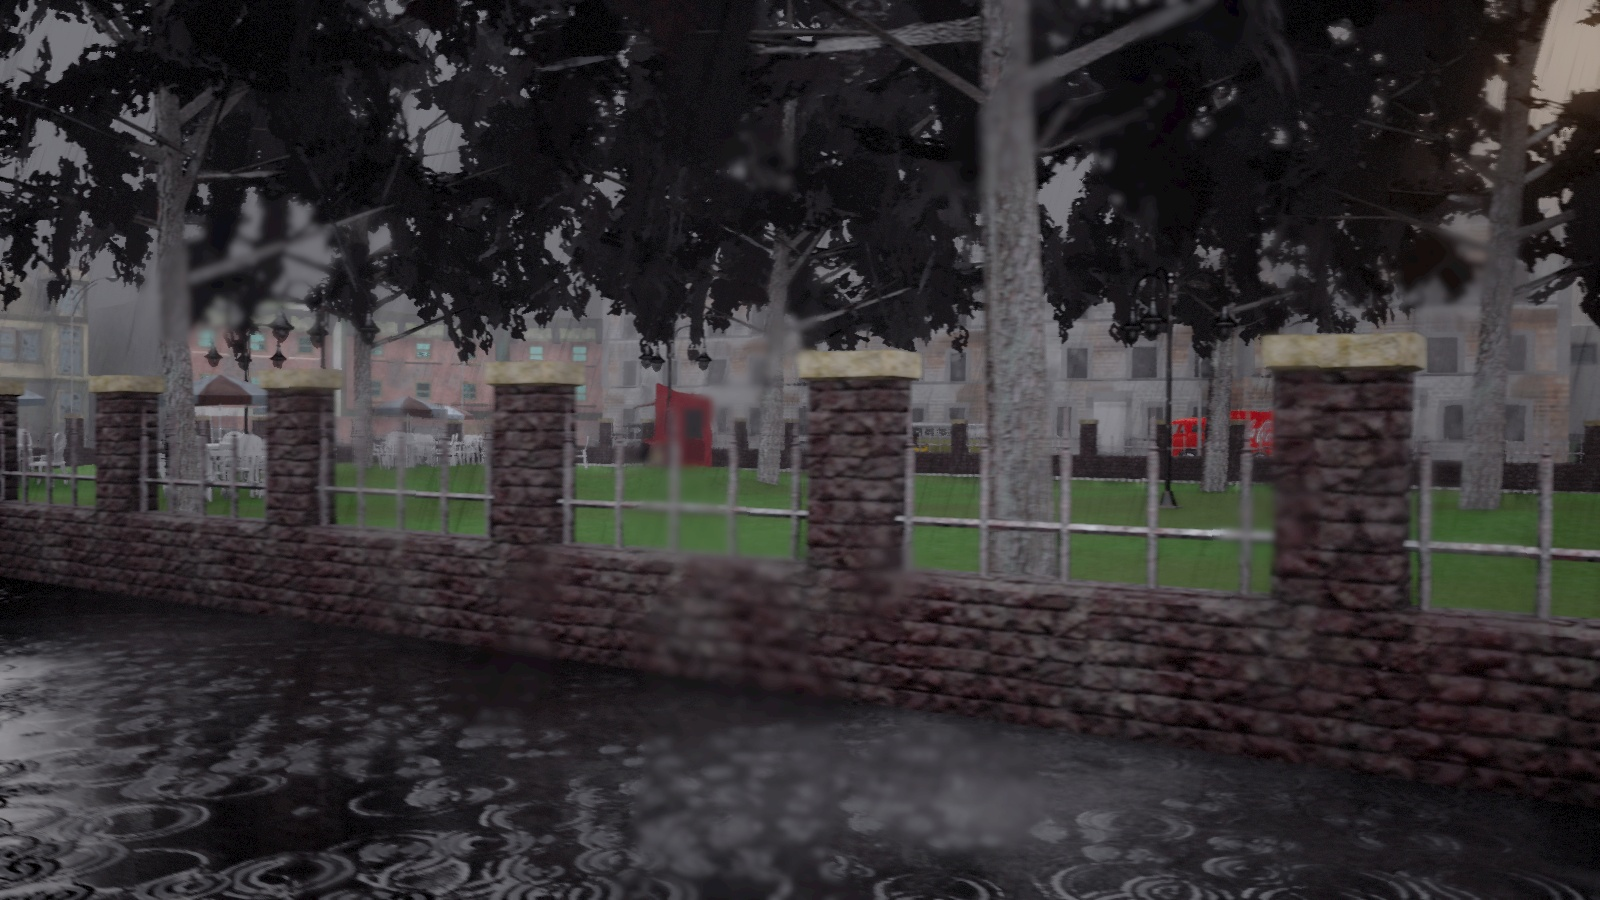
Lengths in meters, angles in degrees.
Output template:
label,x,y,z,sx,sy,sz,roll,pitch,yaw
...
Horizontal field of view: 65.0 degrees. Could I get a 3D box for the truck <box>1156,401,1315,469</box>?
label,x,y,z,sx,sy,sz,roll,pitch,yaw
truck,16.463,-0.556,47.545,5.204,2.467,2.627,0,1,33

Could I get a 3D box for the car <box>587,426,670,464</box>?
label,x,y,z,sx,sy,sz,roll,pitch,yaw
car,-8.766,-0.269,64.062,3.866,1.878,1.905,0,1,33

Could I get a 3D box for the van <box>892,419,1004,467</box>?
label,x,y,z,sx,sy,sz,roll,pitch,yaw
van,6.373,-0.315,54.157,4.442,1.987,1.775,0,1,33

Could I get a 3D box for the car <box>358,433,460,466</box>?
label,x,y,z,sx,sy,sz,roll,pitch,yaw
car,-20.248,-0.043,65.051,4.856,1.649,2.033,-1,1,-22

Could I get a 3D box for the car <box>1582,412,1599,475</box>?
label,x,y,z,sx,sy,sz,roll,pitch,yaw
car,25.315,-0.209,36.971,3.866,1.878,1.905,0,1,33

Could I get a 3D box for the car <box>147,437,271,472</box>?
label,x,y,z,sx,sy,sz,roll,pitch,yaw
car,-27.013,0.194,57.578,1.837,1.490,4.892,0,1,34
